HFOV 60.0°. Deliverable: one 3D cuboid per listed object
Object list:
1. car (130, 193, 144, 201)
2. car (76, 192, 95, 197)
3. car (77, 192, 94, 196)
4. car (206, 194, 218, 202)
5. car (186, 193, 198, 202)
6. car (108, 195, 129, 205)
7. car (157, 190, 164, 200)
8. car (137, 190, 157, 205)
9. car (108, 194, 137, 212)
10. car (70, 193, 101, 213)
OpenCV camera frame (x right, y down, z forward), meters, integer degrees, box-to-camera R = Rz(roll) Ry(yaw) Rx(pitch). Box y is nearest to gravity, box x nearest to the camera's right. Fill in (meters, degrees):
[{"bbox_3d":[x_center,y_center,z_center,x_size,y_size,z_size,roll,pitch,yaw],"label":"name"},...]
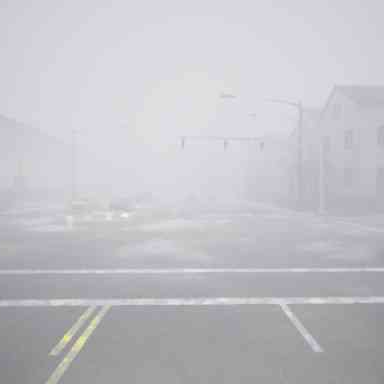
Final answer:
[{"bbox_3d":[-10.519,1.003,63.892,1.994,1.385,4.181,0,1,1],"label":"car"},{"bbox_3d":[-28.960,0.659,90.638,2.038,1.542,4.974,0,1,29],"label":"car"},{"bbox_3d":[-28.984,0.502,90.591,1.853,1.218,4.536,0,1,29],"label":"car"},{"bbox_3d":[3.505,1.077,59.579,1.895,1.301,4.718,0,0,0],"label":"car"},{"bbox_3d":[0.007,0.970,59.548,2.128,1.511,4.902,0,1,0],"label":"car"},{"bbox_3d":[-10.578,1.178,48.193,1.895,1.301,4.718,0,1,0],"label":"car"},{"bbox_3d":[-6.992,0.628,67.788,2.150,2.045,5.566,0,1,0],"label":"car"},{"bbox_3d":[-7.070,0.784,50.031,2.150,2.045,5.566,0,0,0],"label":"car"},{"bbox_3d":[-7.092,1.212,33.405,1.837,1.490,4.892,0,0,0],"label":"car"},{"bbox_3d":[-10.592,1.186,33.256,1.882,1.535,5.008,0,1,0],"label":"car"}]
